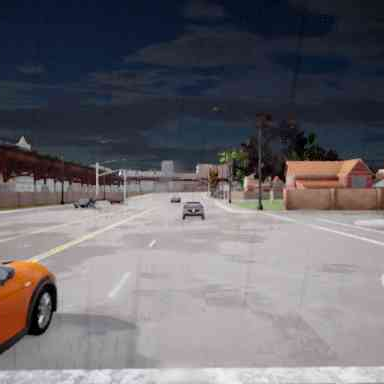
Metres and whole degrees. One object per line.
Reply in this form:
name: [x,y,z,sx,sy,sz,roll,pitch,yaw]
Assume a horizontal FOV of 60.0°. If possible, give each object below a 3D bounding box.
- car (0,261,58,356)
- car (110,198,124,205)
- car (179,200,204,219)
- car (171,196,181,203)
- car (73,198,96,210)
car: [-3.402,1.354,3.902,2.097,1.767,4.553,0,0,2]
car: [-13.944,1.690,61.917,1.895,1.301,4.718,0,0,0]
car: [0.126,1.565,29.268,2.033,1.411,5.357,0,0,0]
car: [-3.349,1.604,70.043,1.994,1.385,4.181,0,0,0]
car: [-14.056,1.531,43.902,1.837,1.490,4.892,0,0,0]
